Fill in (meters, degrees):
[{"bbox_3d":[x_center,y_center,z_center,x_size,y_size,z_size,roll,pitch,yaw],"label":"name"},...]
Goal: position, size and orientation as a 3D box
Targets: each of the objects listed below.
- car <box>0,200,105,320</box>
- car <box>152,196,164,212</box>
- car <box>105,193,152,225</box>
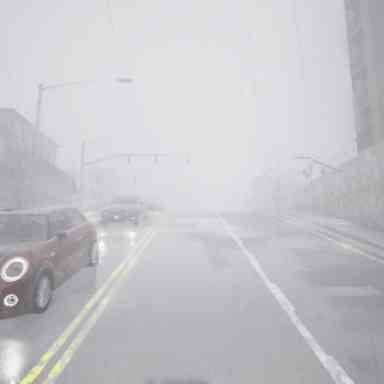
[{"bbox_3d":[-3.592,1.145,7.153,2.097,1.767,4.553,0,2,0],"label":"car"},{"bbox_3d":[-3.545,1.081,29.256,1.812,1.442,4.674,0,-5,0],"label":"car"},{"bbox_3d":[-3.553,0.868,18.123,1.837,1.490,4.892,0,2,0],"label":"car"}]
